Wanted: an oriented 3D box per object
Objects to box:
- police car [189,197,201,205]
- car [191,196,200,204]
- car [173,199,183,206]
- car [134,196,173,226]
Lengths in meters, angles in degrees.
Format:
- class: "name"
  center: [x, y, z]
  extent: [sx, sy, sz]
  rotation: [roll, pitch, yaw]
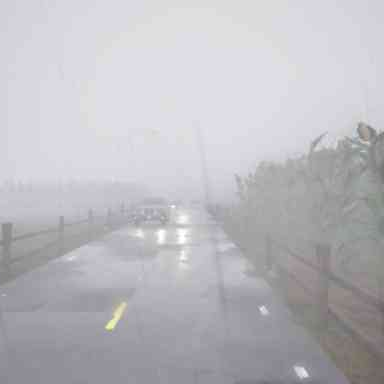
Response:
- class: "police car"
  center: [0.794, 1.841, 68.437]
  extent: [1.930, 1.638, 5.238]
  rotation: [0, -1, 0]
- class: "car"
  center: [0.789, 1.872, 78.299]
  extent: [2.097, 1.767, 4.553]
  rotation: [0, -1, 0]
- class: "car"
  center: [-2.793, 1.993, 65.160]
  extent: [1.895, 1.301, 4.718]
  rotation: [0, -1, 0]
- class: "car"
  center: [-2.861, 1.311, 24.854]
  extent: [2.150, 2.045, 5.566]
  rotation: [0, 0, 0]
